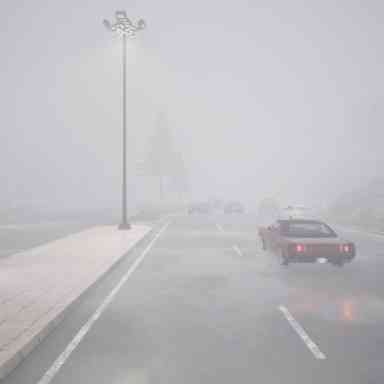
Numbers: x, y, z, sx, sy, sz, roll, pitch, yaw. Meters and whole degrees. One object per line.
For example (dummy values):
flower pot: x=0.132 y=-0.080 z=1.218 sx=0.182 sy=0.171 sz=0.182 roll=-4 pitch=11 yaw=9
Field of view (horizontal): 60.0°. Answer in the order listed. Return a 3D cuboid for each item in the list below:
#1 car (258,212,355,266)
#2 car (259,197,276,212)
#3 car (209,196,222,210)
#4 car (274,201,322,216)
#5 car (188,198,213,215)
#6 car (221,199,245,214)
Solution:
car: x=3.601 y=1.601 z=11.449 sx=1.895 sy=1.301 sz=4.718 roll=0 pitch=0 yaw=0
car: x=8.547 y=1.352 z=37.091 sx=2.097 sy=1.767 sz=4.553 roll=0 pitch=0 yaw=13
car: x=3.204 y=1.352 z=44.069 sx=2.097 sy=1.767 sz=4.553 roll=0 pitch=0 yaw=15
car: x=7.124 y=1.526 z=22.105 sx=1.812 sy=1.442 sz=4.674 roll=0 pitch=0 yaw=1
car: x=0.811 y=1.601 z=34.061 sx=1.895 sy=1.301 sz=4.718 roll=0 pitch=0 yaw=8
car: x=4.483 y=1.563 z=34.930 sx=1.994 sy=1.385 sz=4.181 roll=0 pitch=0 yaw=10
